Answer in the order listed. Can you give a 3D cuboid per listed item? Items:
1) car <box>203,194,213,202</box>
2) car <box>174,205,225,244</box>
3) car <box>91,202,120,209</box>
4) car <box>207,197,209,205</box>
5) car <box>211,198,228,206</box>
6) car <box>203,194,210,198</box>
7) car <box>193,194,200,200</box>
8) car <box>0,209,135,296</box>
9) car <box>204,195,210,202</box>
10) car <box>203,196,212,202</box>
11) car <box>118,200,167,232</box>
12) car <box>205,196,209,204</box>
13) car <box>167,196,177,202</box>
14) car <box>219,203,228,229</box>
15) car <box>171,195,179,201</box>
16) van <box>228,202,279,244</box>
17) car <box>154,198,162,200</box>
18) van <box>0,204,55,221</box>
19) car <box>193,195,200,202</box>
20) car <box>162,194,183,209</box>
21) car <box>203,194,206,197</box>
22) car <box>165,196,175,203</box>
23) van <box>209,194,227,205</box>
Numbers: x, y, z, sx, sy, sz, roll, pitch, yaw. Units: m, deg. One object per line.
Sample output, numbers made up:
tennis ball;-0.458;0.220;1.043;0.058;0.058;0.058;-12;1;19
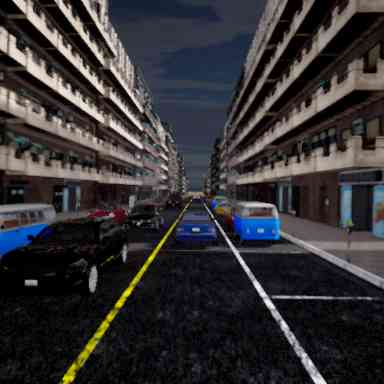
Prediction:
car;3.738;1.431;78.156;2.192;1.841;5.009;0;0;1
car;0.194;1.551;15.778;2.033;1.411;5.357;1;0;1
car;-5.435;1.381;21.432;1.967;1.590;4.097;0;0;1
car;3.267;1.641;44.050;1.802;1.307;4.206;0;0;1
car;3.113;1.572;32.852;1.752;1.417;4.829;0;0;1
car;3.503;1.628;61.103;1.887;1.381;4.507;0;0;1
car;1.239;1.462;91.113;1.882;1.535;5.008;1;0;1
car;-3.001;1.443;8.781;1.882;1.535;5.008;1;0;1
car;3.424;1.656;55.419;1.802;1.307;4.206;0;0;1
car;3.817;1.679;83.840;2.008;1.369;4.403;0;0;1
car;-2.830;1.476;20.173;1.837;1.490;4.892;1;0;1
car;3.346;1.632;49.734;1.947;1.339;4.313;0;0;1
car;-4.641;1.570;78.275;2.008;1.369;4.403;0;0;1
car;2.953;1.619;21.313;1.802;1.307;4.206;0;0;1
car;-4.484;1.588;89.643;1.887;1.381;4.507;0;0;1
van;2.877;1.376;15.629;1.690;1.788;3.998;0;0;1
car;-5.033;1.551;49.853;1.802;1.307;4.206;0;0;1
van;-5.561;1.277;10.063;1.690;1.788;3.998;0;0;1
car;1.099;1.684;81.142;1.895;1.301;4.718;1;0;1
car;-2.385;1.296;45.925;2.150;2.045;5.566;1;0;1
car;3.581;1.676;66.787;1.802;1.307;4.206;0;0;1
car;-4.722;1.533;72.421;1.752;1.417;4.829;0;0;1
van;3.189;1.393;38.367;1.690;1.788;3.998;0;0;1
